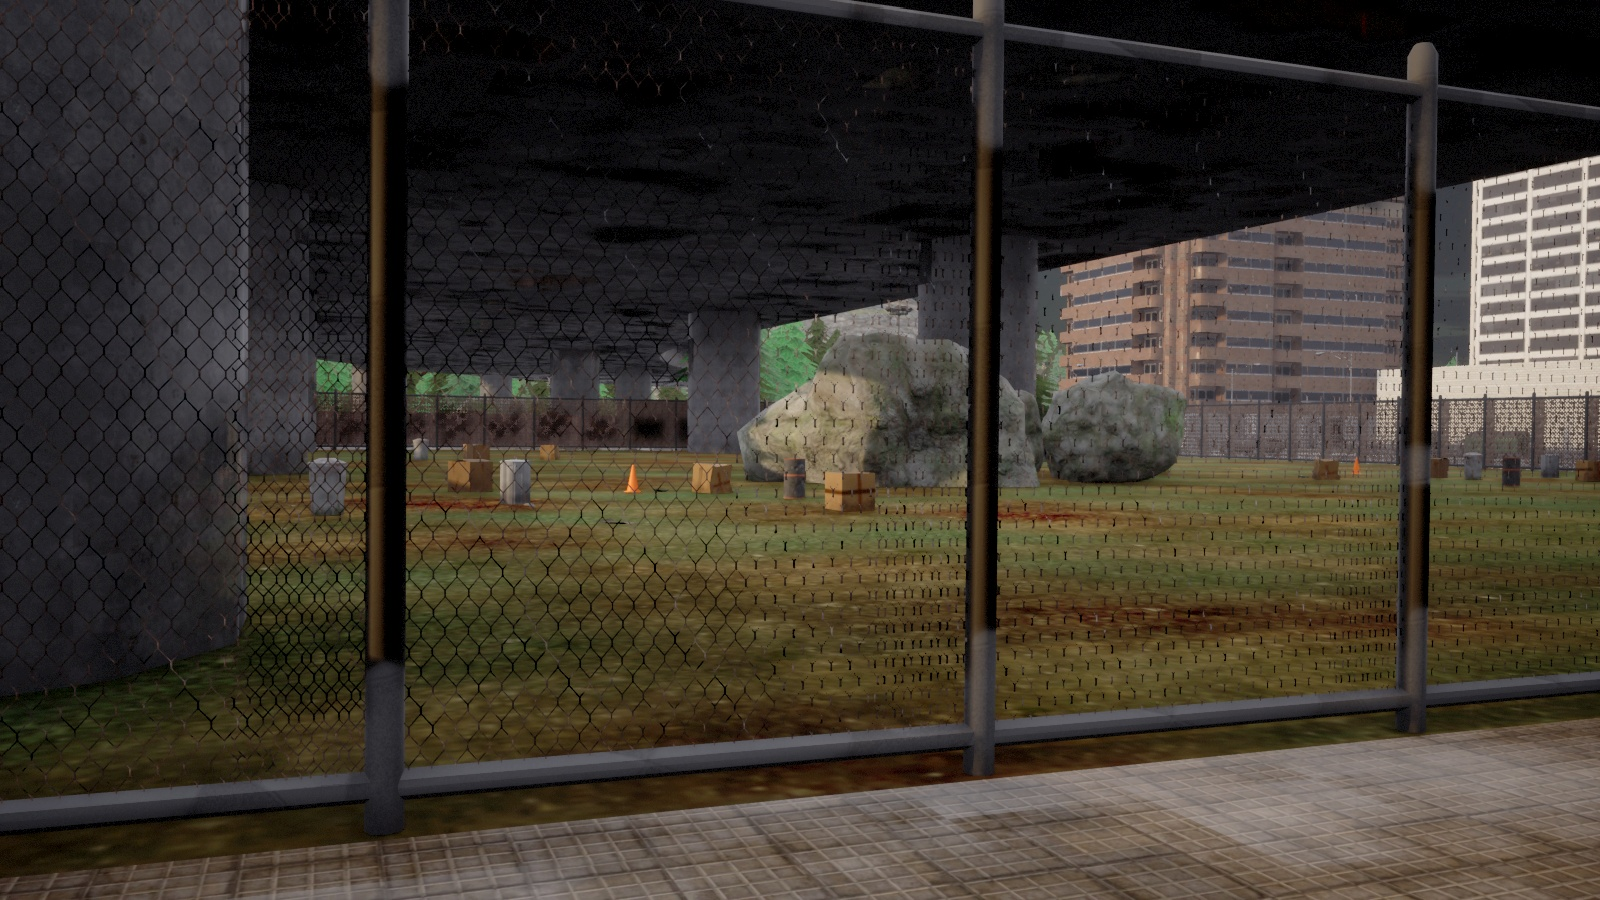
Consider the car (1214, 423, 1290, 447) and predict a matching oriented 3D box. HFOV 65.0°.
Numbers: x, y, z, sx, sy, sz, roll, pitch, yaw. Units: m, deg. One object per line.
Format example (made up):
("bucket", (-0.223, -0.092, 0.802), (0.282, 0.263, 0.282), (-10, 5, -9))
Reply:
("car", (30.318, -1.005, 84.475), (2.128, 1.511, 4.902), (-1, 1, -21))
